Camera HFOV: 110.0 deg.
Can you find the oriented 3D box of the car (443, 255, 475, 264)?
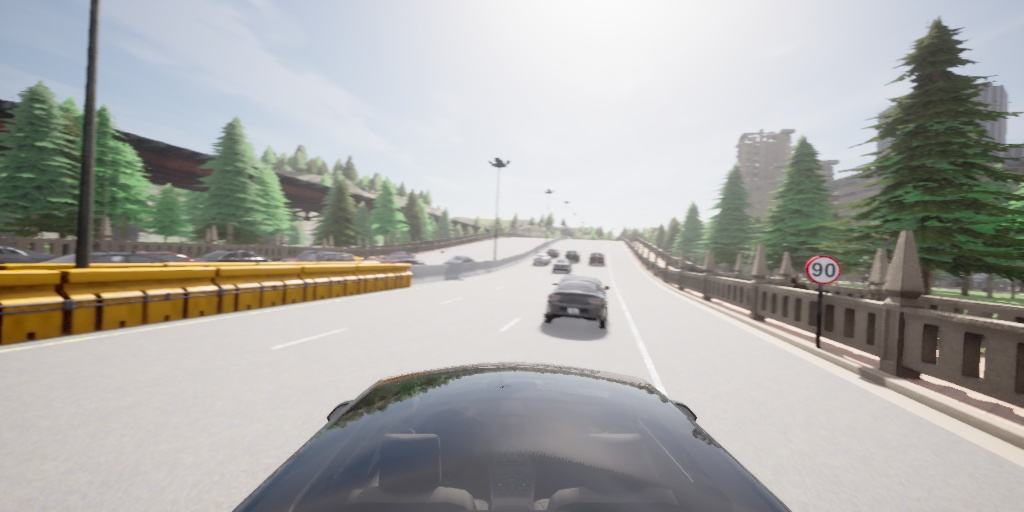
[{"bbox_3d":[-5.595,0.655,38.704,2.033,1.411,5.357,3,3,14],"label":"car"}]

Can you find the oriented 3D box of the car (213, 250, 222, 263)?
[{"bbox_3d":[-15.237,0.501,14.828,1.812,1.442,4.674,3,0,14],"label":"car"}]

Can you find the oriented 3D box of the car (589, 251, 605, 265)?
[{"bbox_3d":[11.803,0.140,49.761,2.097,1.767,4.553,3,6,14],"label":"car"}]

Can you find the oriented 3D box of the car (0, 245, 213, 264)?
[{"bbox_3d":[-12.617,0.588,10.937,1.882,1.535,5.008,3,0,14],"label":"car"}]

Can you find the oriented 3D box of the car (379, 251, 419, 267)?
[{"bbox_3d":[-12.485,0.289,39.970,1.837,1.490,4.892,3,3,14],"label":"car"}]

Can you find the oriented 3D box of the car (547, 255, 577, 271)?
[{"bbox_3d":[5.596,1.014,39.526,2.033,1.411,5.357,3,4,14],"label":"car"}]

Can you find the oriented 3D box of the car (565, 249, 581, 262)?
[{"bbox_3d":[8.844,-0.202,52.296,2.097,1.767,4.553,3,6,14],"label":"car"}]

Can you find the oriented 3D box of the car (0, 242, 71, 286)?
[{"bbox_3d":[-19.467,0.259,12.369,2.128,1.511,4.902,3,0,14],"label":"car"}]

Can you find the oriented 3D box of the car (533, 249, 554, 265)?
[{"bbox_3d":[3.988,0.346,47.374,1.812,1.442,4.674,3,5,14],"label":"car"}]

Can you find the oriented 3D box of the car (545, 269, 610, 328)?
[{"bbox_3d":[2.273,1.377,12.111,1.812,1.442,4.674,3,0,14],"label":"car"}]

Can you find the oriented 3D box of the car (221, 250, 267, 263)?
[{"bbox_3d":[-17.151,0.378,21.495,1.837,1.490,4.892,3,0,14],"label":"car"}]

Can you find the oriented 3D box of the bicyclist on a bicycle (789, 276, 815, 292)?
[{"bbox_3d":[9.856,1.529,12.375,1.656,1.620,0.582,3,0,14],"label":"bicyclist on a bicycle"}]

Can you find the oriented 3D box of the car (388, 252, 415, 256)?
[{"bbox_3d":[-10.552,0.580,33.381,1.882,1.535,5.008,3,1,14],"label":"car"}]

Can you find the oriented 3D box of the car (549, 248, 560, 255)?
[{"bbox_3d":[6.424,-0.573,57.018,1.994,1.385,4.181,3,7,14],"label":"car"}]

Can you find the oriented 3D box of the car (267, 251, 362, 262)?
[{"bbox_3d":[-10.392,0.564,19.680,2.097,1.767,4.553,3,0,14],"label":"car"}]

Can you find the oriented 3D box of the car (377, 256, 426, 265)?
[{"bbox_3d":[-8.208,0.898,28.395,1.895,1.301,4.718,3,1,14],"label":"car"}]
